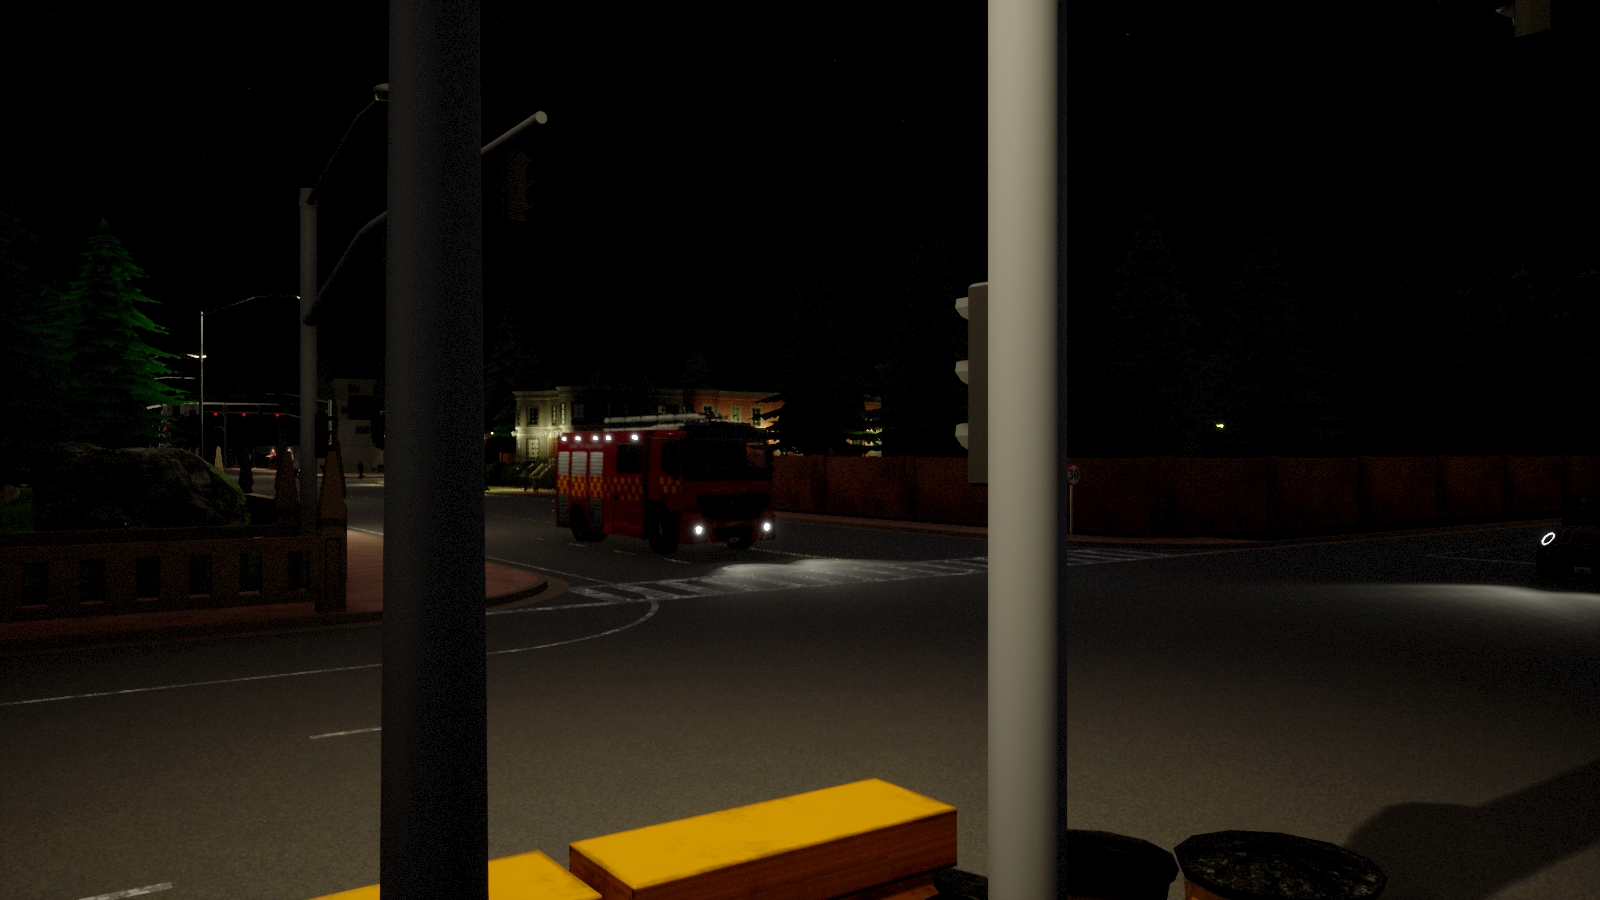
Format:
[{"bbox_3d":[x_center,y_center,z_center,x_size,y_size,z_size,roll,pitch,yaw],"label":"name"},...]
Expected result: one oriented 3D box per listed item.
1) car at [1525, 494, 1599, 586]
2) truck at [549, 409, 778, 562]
[{"bbox_3d":[18.010,1.906,24.946,4.553,1.767,2.097,0,0,-35],"label":"car"},{"bbox_3d":[-4.208,0.890,32.974,2.891,3.827,8.468,0,0,-35],"label":"truck"}]
